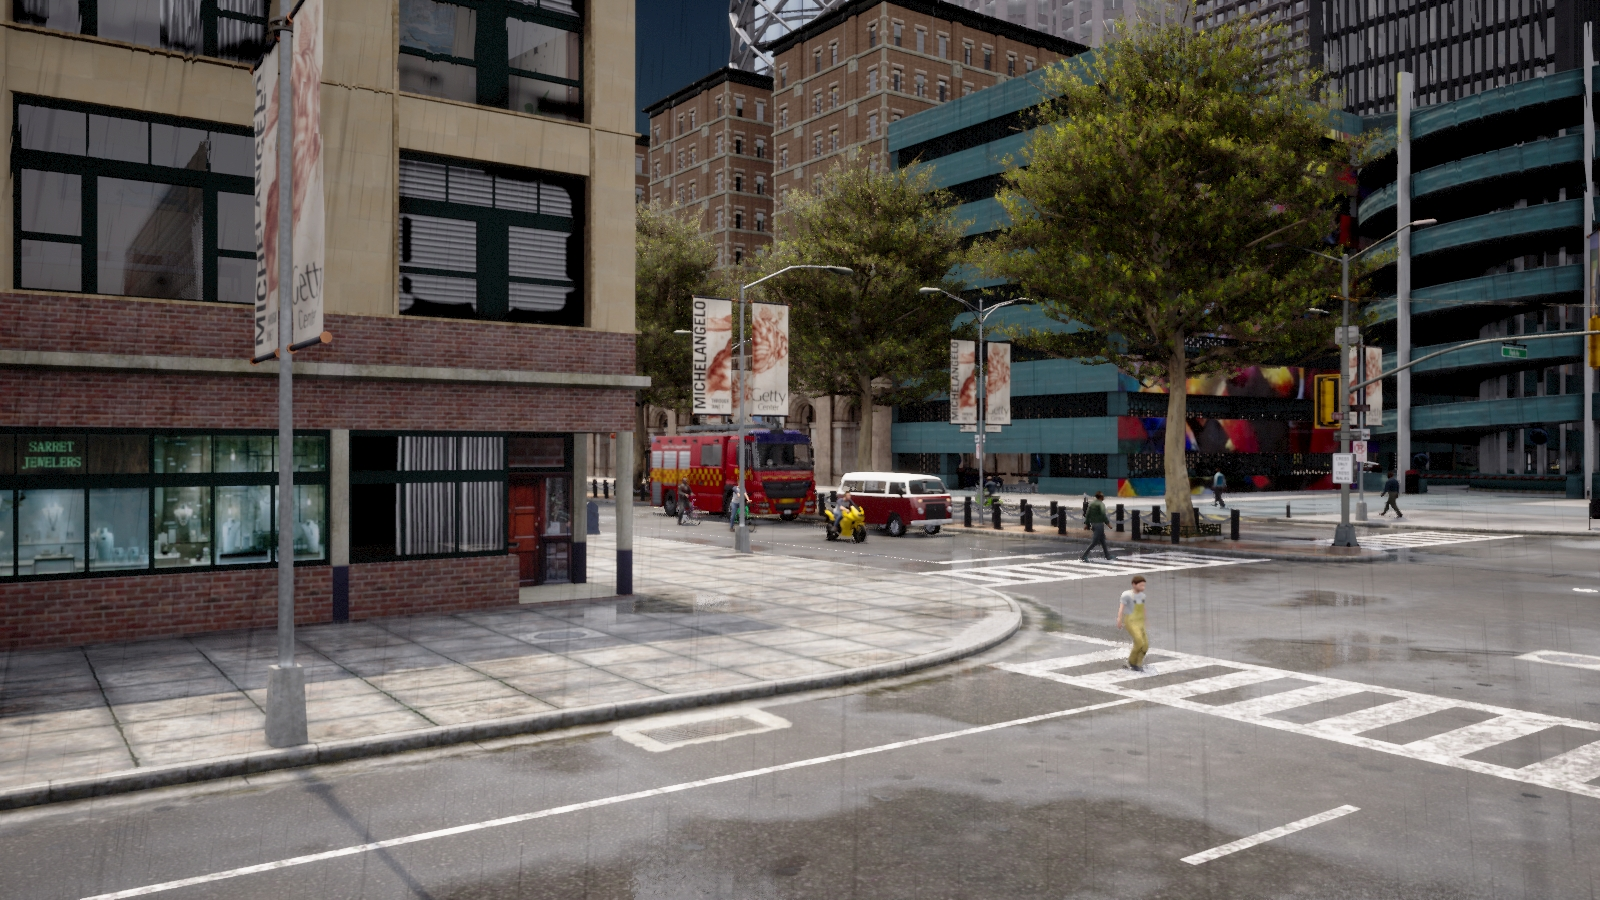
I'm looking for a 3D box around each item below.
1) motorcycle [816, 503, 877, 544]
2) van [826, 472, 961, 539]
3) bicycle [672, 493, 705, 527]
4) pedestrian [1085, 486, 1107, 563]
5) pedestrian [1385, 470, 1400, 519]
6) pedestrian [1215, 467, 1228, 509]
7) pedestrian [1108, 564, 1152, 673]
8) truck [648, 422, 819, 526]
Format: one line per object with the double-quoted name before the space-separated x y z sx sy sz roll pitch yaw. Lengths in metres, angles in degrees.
"motorcycle" 1.380 2.206 34.551 0.803 1.145 2.033 0 -1 -33
"van" 3.047 1.777 37.972 2.069 2.038 4.480 0 0 -35
"bicycle" -4.113 2.202 42.034 0.329 1.171 1.835 0 0 -35
"pedestrian" 7.329 1.840 28.316 0.375 1.860 0.375 0 0 -22
"pedestrian" 22.494 1.679 43.394 0.375 1.860 0.375 0 0 -30
"pedestrian" 18.614 1.681 50.453 0.375 1.860 0.375 0 0 -26
"pedestrian" 4.178 2.124 14.462 0.375 1.300 0.375 0 0 -30
"truck" -2.895 0.881 46.379 2.891 3.827 8.468 0 0 -35
